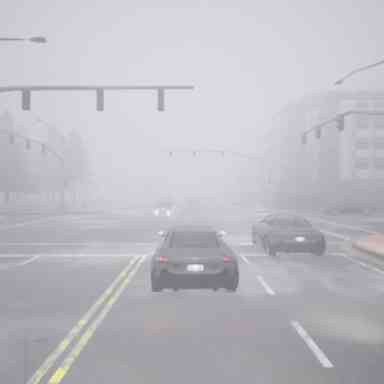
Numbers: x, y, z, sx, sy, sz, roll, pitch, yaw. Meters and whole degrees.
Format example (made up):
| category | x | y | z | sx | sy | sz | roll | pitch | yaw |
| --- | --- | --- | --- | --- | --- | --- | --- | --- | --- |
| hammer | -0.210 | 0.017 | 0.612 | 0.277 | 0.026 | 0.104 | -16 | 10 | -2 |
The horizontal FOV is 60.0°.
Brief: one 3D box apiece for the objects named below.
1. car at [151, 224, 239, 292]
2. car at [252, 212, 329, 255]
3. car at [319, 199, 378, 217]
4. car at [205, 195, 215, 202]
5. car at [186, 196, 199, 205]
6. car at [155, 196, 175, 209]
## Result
| category | x | y | z | sx | sy | sz | roll | pitch | yaw |
| --- | --- | --- | --- | --- | --- | --- | --- | --- | --- |
| car | 0.007 | 1.536 | 8.922 | 1.994 | 1.385 | 4.181 | 0 | 0 | -2 |
| car | 3.593 | 1.523 | 13.024 | 1.994 | 1.385 | 4.181 | 0 | 0 | 0 |
| car | 14.073 | 1.397 | 30.022 | 4.902 | 1.511 | 2.128 | 0 | 0 | -1 |
| car | 3.516 | 1.282 | 66.986 | 2.128 | 1.511 | 4.902 | 0 | 0 | 0 |
| car | 0.114 | 1.396 | 53.553 | 1.994 | 1.385 | 4.181 | 0 | 0 | 0 |
| car | -3.573 | 1.392 | 42.783 | 1.812 | 1.442 | 4.674 | 0 | 0 | 0 |
